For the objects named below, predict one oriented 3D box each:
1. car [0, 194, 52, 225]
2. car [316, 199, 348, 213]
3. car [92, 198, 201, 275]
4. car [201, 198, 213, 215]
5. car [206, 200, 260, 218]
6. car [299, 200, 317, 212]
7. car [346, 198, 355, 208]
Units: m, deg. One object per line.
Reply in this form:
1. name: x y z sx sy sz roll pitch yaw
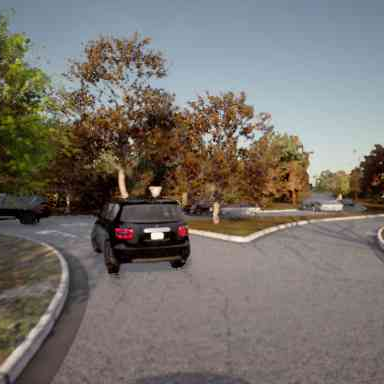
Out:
1. car: -12.433 1.154 22.314 5.566 2.045 2.150 0 1 -12
2. car: 17.673 1.828 41.876 1.812 1.442 4.674 0 0 40
3. car: -1.867 1.194 10.781 2.150 2.045 5.566 0 0 -22
4. car: 1.236 1.381 32.540 4.553 1.767 2.097 1 0 -35
5. car: 3.928 1.652 30.404 4.718 1.301 1.895 1 0 -34
6. car: 16.016 1.811 44.903 1.837 1.490 4.892 1 0 38
7. car: 26.664 1.893 56.959 1.837 1.490 4.892 0 0 20
